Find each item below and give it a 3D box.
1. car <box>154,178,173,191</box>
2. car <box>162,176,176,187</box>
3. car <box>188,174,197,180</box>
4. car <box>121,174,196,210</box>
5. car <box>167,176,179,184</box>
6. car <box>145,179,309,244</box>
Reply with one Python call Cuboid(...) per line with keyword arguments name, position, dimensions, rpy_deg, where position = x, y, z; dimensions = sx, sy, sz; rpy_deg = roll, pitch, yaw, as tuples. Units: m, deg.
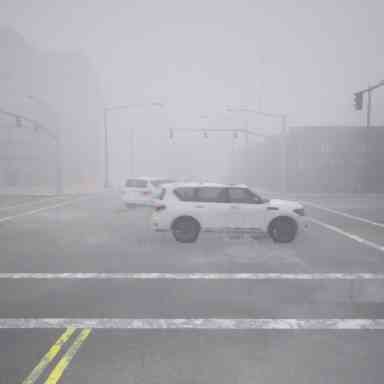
Cuboid(name="car", position=(-3.541, -0.950, 41.401), dimensions=(1.994, 1.385, 4.181), rpy_deg=(0, 4, 0))
Cuboid(name="car", position=(-3.524, -1.675, 51.308), dimensions=(1.837, 1.490, 4.892), rpy_deg=(0, 4, 0))
Cuboid(name="car", position=(0.110, -3.672, 80.699), dimensions=(2.033, 1.411, 5.357), rpy_deg=(0, 4, 0))
Cuboid(name="car", position=(-2.221, 0.028, 21.747), dimensions=(2.150, 2.045, 5.566), rpy_deg=(3, 5, 29))
Cuboid(name="car", position=(-3.482, -2.259, 61.427), dimensions=(1.895, 1.301, 4.718), rpy_deg=(0, 4, 0))
Cuboid(name="car", position=(1.319, 0.671, 12.183), dimensions=(5.566, 2.045, 2.150), rpy_deg=(0, 4, 0))
